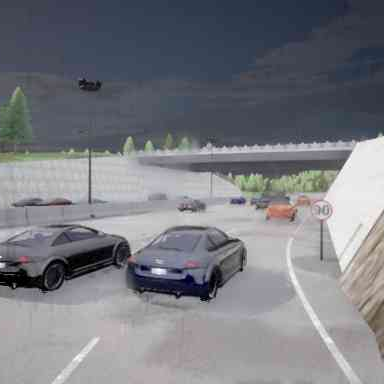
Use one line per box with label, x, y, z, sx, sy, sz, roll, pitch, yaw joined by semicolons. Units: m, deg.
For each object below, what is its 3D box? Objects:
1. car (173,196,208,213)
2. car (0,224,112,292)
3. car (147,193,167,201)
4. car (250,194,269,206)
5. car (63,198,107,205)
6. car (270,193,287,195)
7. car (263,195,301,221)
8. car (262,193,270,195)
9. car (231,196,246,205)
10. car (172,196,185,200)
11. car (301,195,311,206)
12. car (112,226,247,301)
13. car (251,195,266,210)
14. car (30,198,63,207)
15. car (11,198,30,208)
car;0.171;1.544;37.409;2.033;1.411;5.357;0;0;21
car;-3.448;1.563;9.118;1.994;1.385;4.181;0;0;21
car;-6.937;1.219;67.413;2.150;2.045;5.566;0;0;22
car;10.897;1.487;55.365;2.128;1.511;4.902;0;0;21
car;-11.486;1.475;37.006;1.882;1.535;5.008;0;0;22
car;15.473;1.219;57.339;2.150;2.045;5.566;0;0;22
car;7.420;1.350;27.120;2.097;1.767;4.553;0;0;21
car;14.725;1.217;65.087;2.150;2.045;5.566;0;0;21
car;8.119;1.473;57.833;1.882;1.535;5.008;0;0;22
car;-2.047;1.473;60.835;1.882;1.535;5.008;0;0;22
car;18.887;1.347;56.279;2.097;1.767;4.553;0;0;22
car;0.084;1.563;8.529;1.994;1.385;4.181;0;0;21
car;9.189;1.488;41.203;2.128;1.511;4.902;0;0;21
car;-17.208;1.474;41.574;1.882;1.535;5.008;0;0;22
car;-20.618;1.502;42.465;1.837;1.490;4.892;0;0;22
